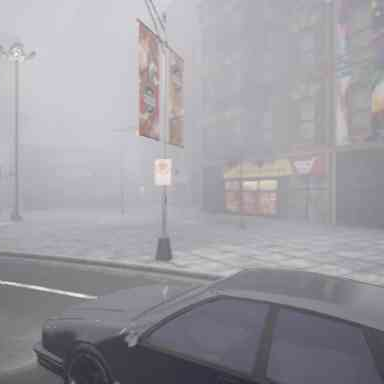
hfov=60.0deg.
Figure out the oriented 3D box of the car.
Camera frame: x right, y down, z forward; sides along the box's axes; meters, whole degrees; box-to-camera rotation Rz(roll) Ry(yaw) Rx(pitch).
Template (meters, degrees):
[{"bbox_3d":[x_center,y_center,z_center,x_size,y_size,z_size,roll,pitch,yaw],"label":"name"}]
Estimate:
[{"bbox_3d":[0.822,1.533,3.200,5.357,1.411,2.033,0,0,32],"label":"car"}]
